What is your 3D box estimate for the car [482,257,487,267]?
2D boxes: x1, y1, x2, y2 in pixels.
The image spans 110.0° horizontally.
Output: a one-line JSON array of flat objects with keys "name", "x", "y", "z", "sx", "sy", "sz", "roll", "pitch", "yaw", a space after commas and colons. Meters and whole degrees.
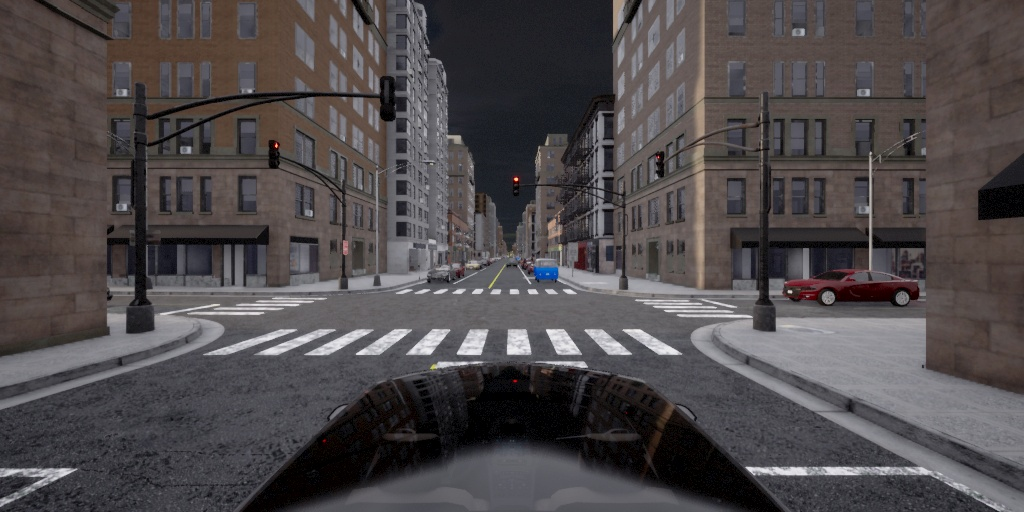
[{"name": "car", "x": -5.488, "y": 1.306, "z": 56.356, "sx": 1.948, "sy": 1.339, "sz": 4.313, "roll": 0, "pitch": 0, "yaw": 0}]

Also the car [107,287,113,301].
[{"name": "car", "x": -17.751, "y": 1.198, "z": 12.776, "sx": 5.357, "sy": 1.411, "sz": 2.033, "roll": 0, "pitch": 0, "yaw": 0}]

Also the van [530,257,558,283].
[{"name": "van", "x": 2.589, "y": 1.090, "z": 27.969, "sx": 1.690, "sy": 1.789, "sz": 3.998, "roll": 0, "pitch": 0, "yaw": 0}]

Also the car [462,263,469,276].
[{"name": "car", "x": -5.446, "y": 1.294, "z": 33.627, "sx": 1.888, "sy": 1.381, "sz": 4.507, "roll": 0, "pitch": 0, "yaw": 0}]

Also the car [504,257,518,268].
[{"name": "car", "x": -0.012, "y": 1.337, "z": 61.580, "sx": 1.895, "sy": 1.301, "sz": 4.718, "roll": 0, "pitch": 0, "yaw": 0}]

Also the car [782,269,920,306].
[{"name": "car", "x": 14.790, "y": 1.326, "z": 15.833, "sx": 5.008, "sy": 1.535, "sz": 1.882, "roll": 0, "pitch": 0, "yaw": 1}]

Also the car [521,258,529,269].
[{"name": "car", "x": 2.547, "y": 1.326, "z": 50.695, "sx": 1.802, "sy": 1.307, "sz": 4.207, "roll": 0, "pitch": 0, "yaw": 0}]

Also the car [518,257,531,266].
[{"name": "car", "x": 2.537, "y": 1.055, "z": 56.376, "sx": 2.192, "sy": 1.841, "sz": 5.009, "roll": 0, "pitch": 0, "yaw": 0}]

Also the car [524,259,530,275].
[{"name": "car", "x": 2.568, "y": 1.330, "z": 39.331, "sx": 1.802, "sy": 1.307, "sz": 4.207, "roll": 0, "pitch": 0, "yaw": 0}]

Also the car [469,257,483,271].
[{"name": "car", "x": -5.478, "y": 1.270, "z": 50.504, "sx": 1.751, "sy": 1.417, "sz": 4.829, "roll": 0, "pitch": 0, "yaw": 0}]

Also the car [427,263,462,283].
[{"name": "car", "x": -5.436, "y": 1.299, "z": 27.946, "sx": 2.007, "sy": 1.370, "sz": 4.403, "roll": 0, "pitch": 0, "yaw": 0}]
